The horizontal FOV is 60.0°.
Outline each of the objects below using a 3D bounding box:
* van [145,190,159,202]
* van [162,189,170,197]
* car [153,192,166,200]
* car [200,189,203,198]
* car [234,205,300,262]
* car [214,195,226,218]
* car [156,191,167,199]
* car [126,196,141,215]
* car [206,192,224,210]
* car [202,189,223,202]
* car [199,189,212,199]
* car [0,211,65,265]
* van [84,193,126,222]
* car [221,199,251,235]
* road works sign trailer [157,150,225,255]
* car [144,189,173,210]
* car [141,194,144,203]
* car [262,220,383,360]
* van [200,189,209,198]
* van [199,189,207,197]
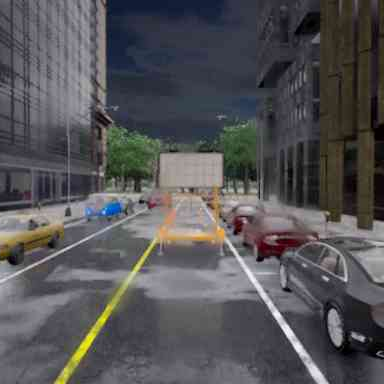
[{"bbox_3d":[-5.870,0.561,49.253,1.690,1.788,3.998,0,1,0],"label":"van"},{"bbox_3d":[-5.929,0.144,76.437,1.690,1.788,3.998,0,1,0],"label":"van"},{"bbox_3d":[-5.893,0.618,60.130,1.947,1.339,4.313,0,1,0],"label":"car"},{"bbox_3d":[2.644,0.681,54.711,1.887,1.381,4.507,0,1,0],"label":"car"},{"bbox_3d":[2.738,1.364,11.216,1.887,1.381,4.507,0,1,0],"label":"car"},{"bbox_3d":[2.714,1.169,22.259,1.752,1.417,4.829,0,1,0],"label":"car"},{"bbox_3d":[-5.905,0.497,65.396,1.752,1.417,4.829,0,1,0],"label":"car"},{"bbox_3d":[-5.823,1.111,27.508,2.008,1.369,4.403,0,1,0],"label":"car"},{"bbox_3d":[2.691,0.997,33.133,1.752,1.417,4.829,0,1,0],"label":"car"},{"bbox_3d":[2.679,0.704,38.397,2.192,1.841,5.009,0,1,0],"label":"car"},{"bbox_3d":[2.620,0.284,65.581,2.192,1.841,5.009,0,1,0],"label":"car"},{"bbox_3d":[-5.787,1.347,11.028,1.752,1.417,4.829,0,1,0],"label":"car"},{"bbox_3d":[-5.811,0.987,22.068,1.690,1.788,3.998,0,1,0],"label":"van"},{"bbox_3d":[2.726,1.277,16.653,1.887,1.381,4.507,0,1,0],"label":"car"},{"bbox_3d":[-0.026,0.265,12.335,2.380,3.560,2.880,0,1,0],"label":"road works sign trailer"},{"bbox_3d":[-3.170,0.680,33.927,2.150,2.045,5.566,0,1,0],"label":"car"},{"bbox_3d":[-5.858,0.870,43.819,1.947,1.339,4.313,0,1,0],"label":"car"},{"bbox_3d":[2.750,1.456,5.779,2.008,1.369,4.403,0,1,0],"label":"car"},{"bbox_3d":[2.608,0.227,71.019,1.690,1.788,3.998,0,1,0],"label":"van"},{"bbox_3d":[2.597,0.144,76.456,1.690,1.788,3.998,0,1,0],"label":"van"}]
